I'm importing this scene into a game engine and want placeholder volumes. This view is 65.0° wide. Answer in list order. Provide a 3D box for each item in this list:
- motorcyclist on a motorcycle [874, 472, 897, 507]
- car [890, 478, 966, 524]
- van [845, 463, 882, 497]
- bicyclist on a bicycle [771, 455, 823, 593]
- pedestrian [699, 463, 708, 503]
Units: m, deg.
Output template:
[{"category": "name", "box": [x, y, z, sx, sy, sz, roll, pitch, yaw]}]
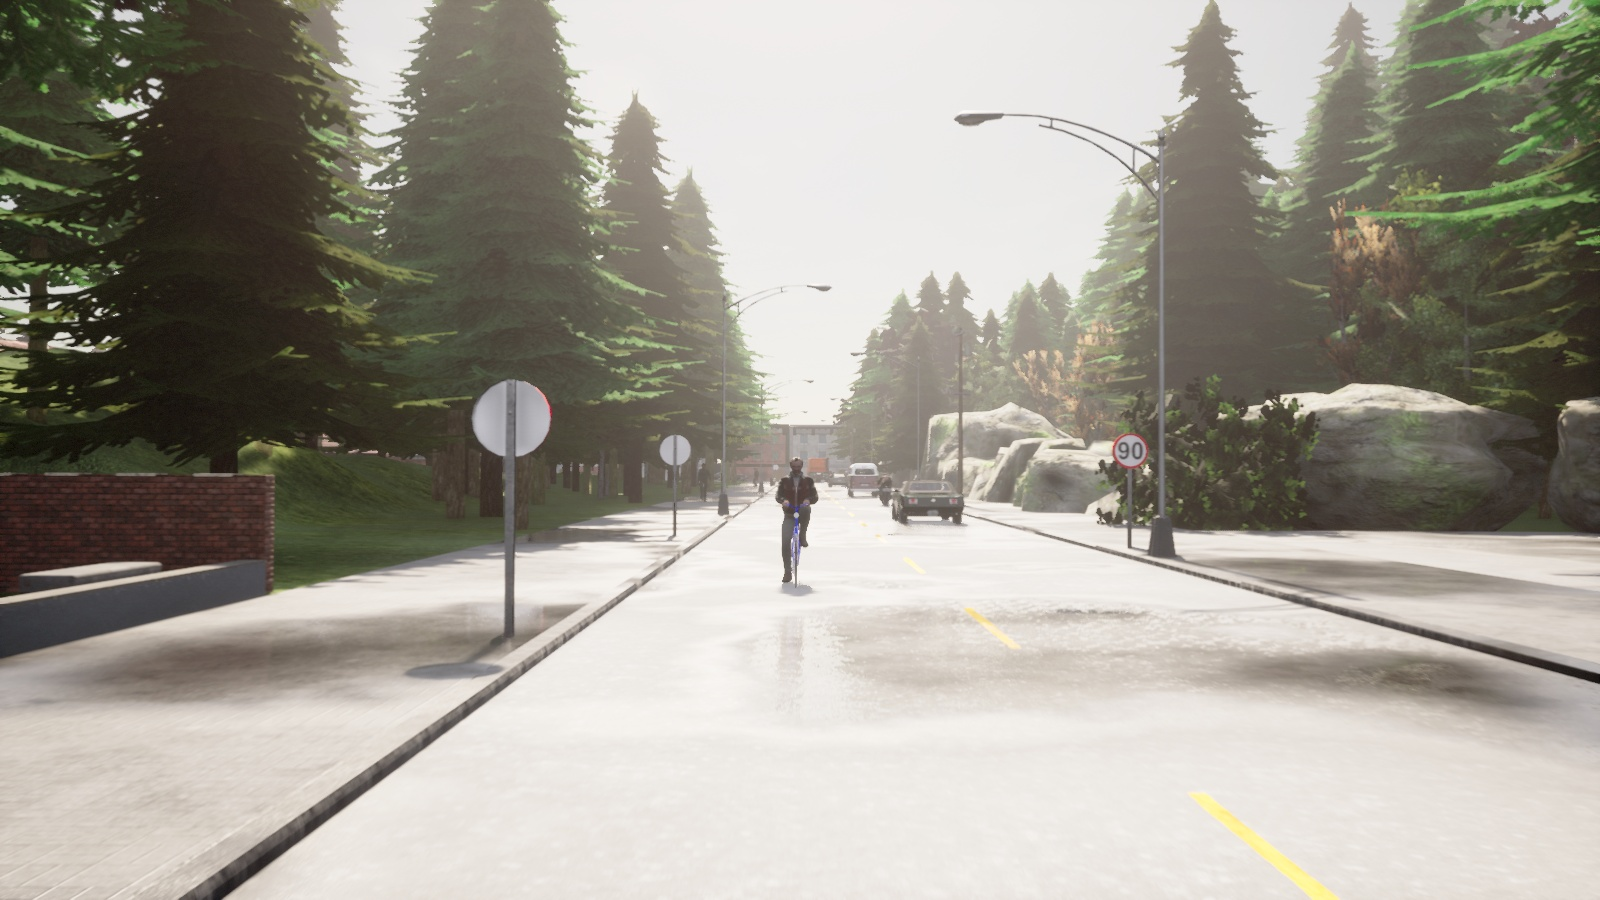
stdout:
[{"category": "motorcyclist on a motorcycle", "box": [3.889, 1.795, 57.387, 0.866, 1.530, 2.191, 0, -1, 0]}, {"category": "car", "box": [3.909, 1.554, 39.097, 1.895, 1.301, 4.718, 0, -1, 0]}, {"category": "van", "box": [3.865, 1.816, 77.157, 2.069, 2.038, 4.480, 0, -1, 0]}, {"category": "bicyclist on a bicycle", "box": [-0.044, 0.972, 17.122, 0.659, 1.776, 1.843, 0, -1, 0]}, {"category": "pedestrian", "box": [-4.499, 1.526, 58.746, 0.353, 1.847, 0.614, 0, -1, 3]}]
